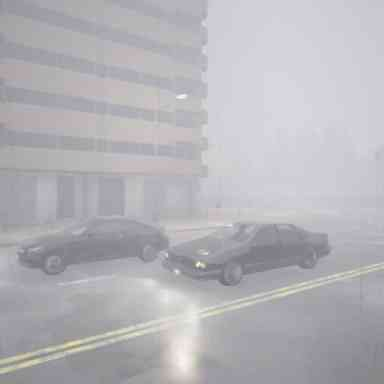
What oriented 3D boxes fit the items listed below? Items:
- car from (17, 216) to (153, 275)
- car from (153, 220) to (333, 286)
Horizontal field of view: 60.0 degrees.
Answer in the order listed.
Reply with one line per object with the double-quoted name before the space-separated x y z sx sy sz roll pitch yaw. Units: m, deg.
"car" -2.902 1.515 10.503 4.674 1.442 1.812 0 0 -35
"car" 1.818 1.534 9.548 5.357 1.411 2.033 0 0 -35
